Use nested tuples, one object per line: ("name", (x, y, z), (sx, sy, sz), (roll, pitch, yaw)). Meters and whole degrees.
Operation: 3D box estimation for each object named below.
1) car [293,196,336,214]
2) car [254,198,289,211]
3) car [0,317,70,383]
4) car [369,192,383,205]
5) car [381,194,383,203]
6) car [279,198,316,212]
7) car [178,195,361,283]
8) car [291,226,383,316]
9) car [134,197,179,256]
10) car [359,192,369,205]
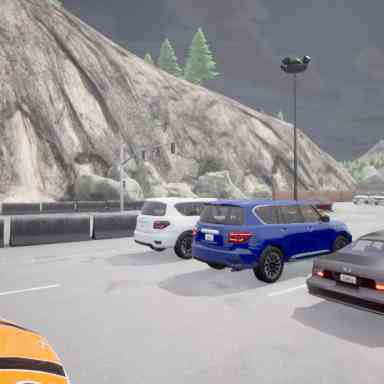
("car", (12.942, 1.290, 35.043), (4.553, 1.767, 2.097), (0, 0, -36))
("car", (9.924, 1.495, 41.505), (4.181, 1.385, 1.994), (0, 0, -36))
("car", (-2.939, 1.350, 1.644), (4.553, 1.767, 2.097), (0, 0, -36))
("car", (30.700, 1.048, 52.298), (5.566, 2.045, 2.150), (0, 0, -36))
("car", (29.359, 1.337, 47.004), (4.902, 1.511, 2.128), (0, 0, -36))
("car", (12.394, 1.494, 38.975), (4.181, 1.385, 1.994), (0, 0, -36))
("car", (2.550, 1.221, 9.920), (5.566, 2.045, 2.150), (0, 0, -38))
("car", (4.740, 1.547, 7.213), (5.357, 1.411, 2.033), (0, 0, -36))
("car", (0.525, 1.221, 12.797), (5.566, 2.045, 2.150), (0, 0, -36))
("car", (28.998, 1.049, 55.375), (5.566, 2.045, 2.150), (0, 0, -36))
